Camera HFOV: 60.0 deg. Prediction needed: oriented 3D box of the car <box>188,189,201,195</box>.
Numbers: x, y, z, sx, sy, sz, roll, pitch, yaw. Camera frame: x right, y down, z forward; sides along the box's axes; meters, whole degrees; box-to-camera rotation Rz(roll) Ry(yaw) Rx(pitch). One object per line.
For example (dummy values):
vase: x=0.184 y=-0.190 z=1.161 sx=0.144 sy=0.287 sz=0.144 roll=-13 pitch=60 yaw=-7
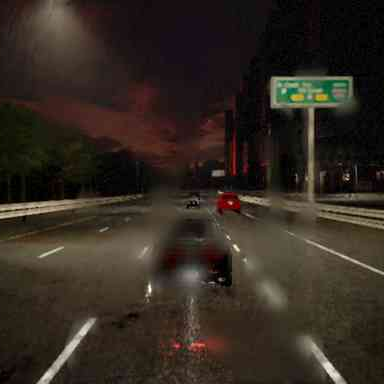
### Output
car: x=0.439 y=0.981 z=63.584 sx=2.150 sy=2.045 sz=5.566 roll=0 pitch=0 yaw=1

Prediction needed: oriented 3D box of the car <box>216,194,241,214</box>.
car: x=3.729 y=1.170 z=34.601 sx=2.150 sy=2.045 sz=5.566 roll=0 pitch=0 yaw=0

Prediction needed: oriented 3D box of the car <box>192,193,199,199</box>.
car: x=0.933 y=1.028 z=92.947 sx=1.812 sy=1.442 sz=4.674 roll=0 pitch=1 yaw=1

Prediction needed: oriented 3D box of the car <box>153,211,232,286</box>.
car: x=0.011 y=1.502 z=9.359 sx=1.837 sy=1.490 sz=4.892 roll=0 pitch=0 yaw=0

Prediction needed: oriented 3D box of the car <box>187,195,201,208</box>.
car: x=0.223 y=1.444 z=45.013 sx=2.033 sy=1.411 sz=5.357 roll=0 pitch=0 yaw=1
